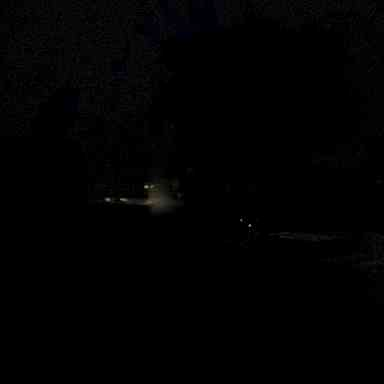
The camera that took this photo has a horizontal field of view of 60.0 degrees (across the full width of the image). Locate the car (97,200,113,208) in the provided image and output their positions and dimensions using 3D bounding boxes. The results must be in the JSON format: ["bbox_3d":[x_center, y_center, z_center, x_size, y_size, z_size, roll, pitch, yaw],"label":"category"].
[{"bbox_3d":[-16.143,2.259,61.525,1.994,1.385,4.181,0,-1,-26],"label":"car"}]

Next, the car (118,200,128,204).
[{"bbox_3d":[-11.355,2.105,52.475,1.837,1.490,4.892,0,-1,-28],"label":"car"}]

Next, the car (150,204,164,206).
[{"bbox_3d":[-3.504,1.949,33.349,1.812,1.442,4.674,0,0,-32],"label":"car"}]

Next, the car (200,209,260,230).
[{"bbox_3d":[2.616,1.938,23.911,1.895,1.301,4.718,0,-1,-34],"label":"car"}]

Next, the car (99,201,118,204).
[{"bbox_3d":[-13.246,2.128,50.046,2.033,1.411,5.357,0,-1,-28],"label":"car"}]
